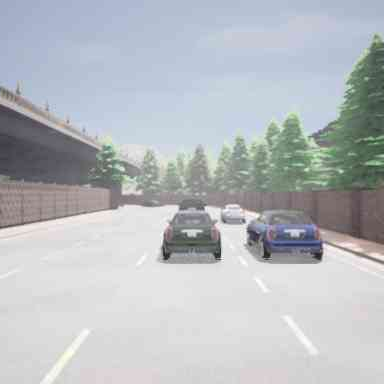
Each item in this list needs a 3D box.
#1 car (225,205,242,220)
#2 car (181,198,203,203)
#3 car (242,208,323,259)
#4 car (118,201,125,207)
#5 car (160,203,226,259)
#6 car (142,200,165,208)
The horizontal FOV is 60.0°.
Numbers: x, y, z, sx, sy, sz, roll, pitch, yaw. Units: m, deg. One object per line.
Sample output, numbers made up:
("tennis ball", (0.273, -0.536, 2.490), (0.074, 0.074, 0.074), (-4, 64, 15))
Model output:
("car", (3.504, 1.832, 28.898), (1.812, 1.442, 4.674), (0, 0, 1))
("car", (-0.011, 1.518, 27.560), (2.150, 2.045, 5.566), (0, 0, 0))
("car", (3.516, 1.494, 13.426), (2.097, 1.767, 4.553), (0, -1, 0))
("car", (-15.070, 2.179, 63.336), (4.892, 1.490, 1.837), (-1, -1, 25))
("car", (0.016, 1.495, 13.423), (2.097, 1.767, 4.553), (0, -1, 0))
("car", (-7.286, 2.208, 62.343), (2.033, 1.411, 5.357), (1, -1, -41))
